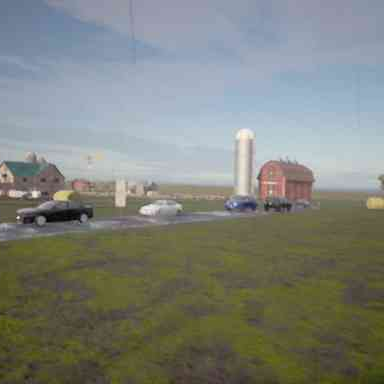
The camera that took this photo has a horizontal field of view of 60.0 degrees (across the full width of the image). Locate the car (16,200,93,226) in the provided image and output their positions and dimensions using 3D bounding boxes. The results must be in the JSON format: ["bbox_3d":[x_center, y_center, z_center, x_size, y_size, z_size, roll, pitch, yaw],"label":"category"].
[{"bbox_3d":[-8.858,1.287,21.802,1.882,1.535,5.008,2,1,35],"label":"car"}]

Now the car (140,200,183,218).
[{"bbox_3d":[-2.672,1.492,30.287,1.812,1.442,4.674,2,0,36],"label":"car"}]

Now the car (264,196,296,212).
[{"bbox_3d":[11.591,1.605,44.714,2.150,2.045,5.566,2,1,36],"label":"car"}]

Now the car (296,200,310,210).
[{"bbox_3d":[18.033,2.059,54.274,1.837,1.490,4.892,2,0,28],"label":"car"}]

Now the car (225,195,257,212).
[{"bbox_3d":[6.397,1.430,42.598,2.150,2.045,5.566,2,0,37],"label":"car"}]
